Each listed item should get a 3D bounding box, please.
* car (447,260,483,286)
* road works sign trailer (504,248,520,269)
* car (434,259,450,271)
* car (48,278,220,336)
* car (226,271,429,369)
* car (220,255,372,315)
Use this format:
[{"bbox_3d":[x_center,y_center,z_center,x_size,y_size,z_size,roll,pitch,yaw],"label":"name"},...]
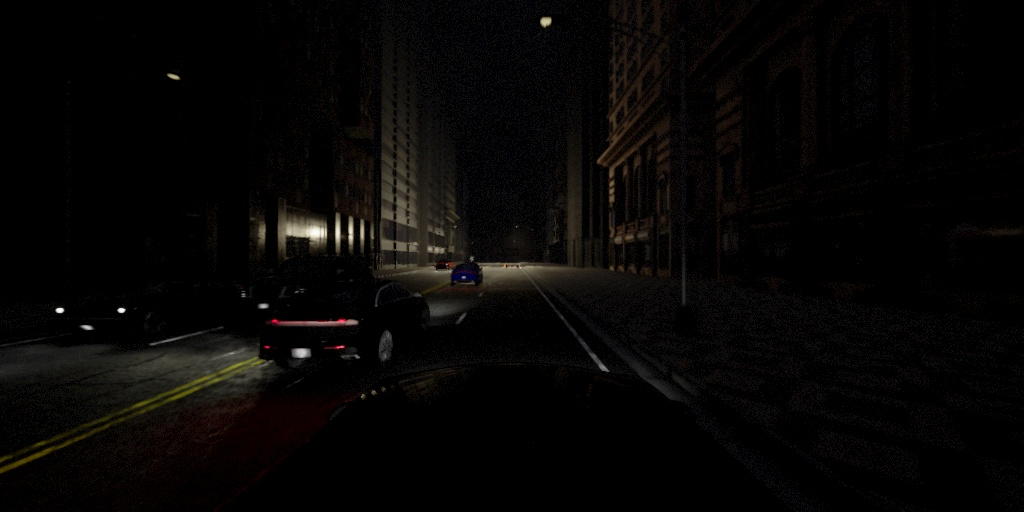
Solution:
[{"bbox_3d":[-3.161,1.256,25.831,1.882,1.535,5.008,0,0,0],"label":"car"},{"bbox_3d":[-0.001,0.371,60.956,2.380,3.560,2.880,0,0,0],"label":"road works sign trailer"},{"bbox_3d":[-9.821,1.218,51.922,2.097,1.767,4.553,0,0,0],"label":"car"},{"bbox_3d":[-9.849,1.354,10.524,1.895,1.301,4.718,0,0,0],"label":"car"},{"bbox_3d":[-3.150,1.242,7.786,2.128,1.511,4.902,0,0,0],"label":"car"},{"bbox_3d":[-6.599,0.976,12.284,2.150,2.045,5.566,0,0,0],"label":"car"}]
